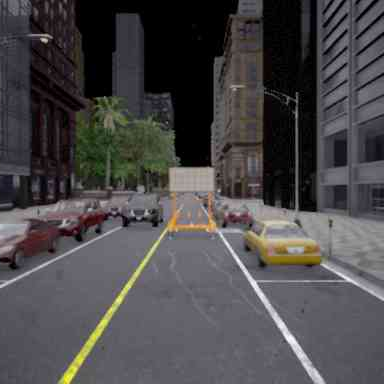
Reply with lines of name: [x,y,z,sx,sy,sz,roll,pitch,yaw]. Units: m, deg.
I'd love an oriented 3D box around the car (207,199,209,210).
car: [2.745,1.478,32.675,1.887,1.381,4.507,0,0,0]

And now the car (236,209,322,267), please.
car: [2.755,1.500,11.144,1.752,1.417,4.829,0,0,0]

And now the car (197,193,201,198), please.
car: [2.727,1.391,86.237,1.947,1.339,4.313,0,0,0]

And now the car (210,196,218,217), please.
car: [2.748,1.383,27.249,1.967,1.590,4.097,0,0,0]

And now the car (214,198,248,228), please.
car: [2.750,1.393,21.824,1.967,1.590,4.097,0,0,0]

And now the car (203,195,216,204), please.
car: [2.742,1.440,43.694,1.752,1.417,4.829,0,0,0]

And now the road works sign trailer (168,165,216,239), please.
road works sign trailer: [-0.007,0.427,17.095,2.380,3.560,2.880,0,0,0]

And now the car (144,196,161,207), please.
car: [-5.785,1.345,48.962,1.967,1.590,4.097,0,0,0]

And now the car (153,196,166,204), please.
car: [-5.789,1.466,59.815,1.802,1.307,4.206,0,0,0]

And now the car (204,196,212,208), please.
car: [2.744,1.475,38.099,2.008,1.369,4.403,0,0,0]

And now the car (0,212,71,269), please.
car: [-5.770,1.557,10.980,1.802,1.307,4.206,0,0,0]

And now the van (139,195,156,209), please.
van: [-5.784,1.256,43.536,1.690,1.788,3.998,0,0,0]

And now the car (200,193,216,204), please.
car: [2.739,1.220,48.949,2.192,1.841,5.009,0,0,0]

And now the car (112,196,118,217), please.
car: [-5.778,1.258,27.258,2.192,1.841,5.009,0,0,0]

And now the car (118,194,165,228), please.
car: [-3.107,1.173,22.247,2.150,2.045,5.566,0,0,0]

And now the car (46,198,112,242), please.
car: [-5.773,1.279,16.406,2.192,1.841,5.009,0,0,0]

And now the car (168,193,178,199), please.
car: [-5.801,1.363,91.674,2.008,1.369,4.403,0,0,0]
